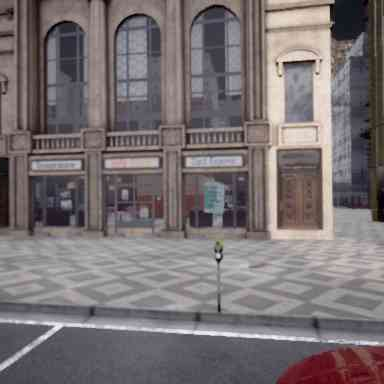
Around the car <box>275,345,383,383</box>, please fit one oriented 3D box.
[{"bbox_3d":[2.937,1.481,1.741,5.008,1.535,1.882,0,-1,7],"label":"car"}]
